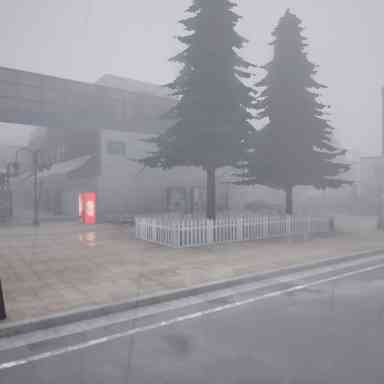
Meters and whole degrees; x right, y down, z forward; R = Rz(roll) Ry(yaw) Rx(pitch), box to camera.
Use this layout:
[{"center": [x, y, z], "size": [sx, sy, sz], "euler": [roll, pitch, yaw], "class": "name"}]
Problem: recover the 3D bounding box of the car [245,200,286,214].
[{"center": [7.494, 1.531, 33.899], "size": [2.033, 1.411, 5.357], "euler": [0, 0, -34], "class": "car"}]
